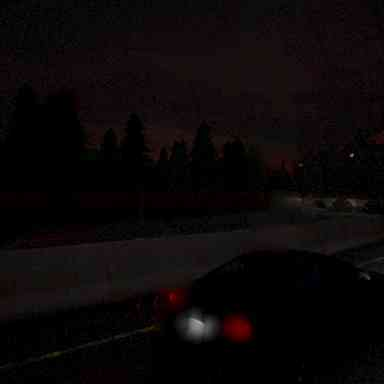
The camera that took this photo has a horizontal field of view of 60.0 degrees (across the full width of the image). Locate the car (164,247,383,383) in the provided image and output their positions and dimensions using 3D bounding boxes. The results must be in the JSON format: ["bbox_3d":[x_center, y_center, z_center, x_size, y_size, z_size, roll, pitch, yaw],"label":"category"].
[{"bbox_3d":[1.652,1.602,5.250,4.181,1.385,1.994,1,0,-38],"label":"car"}]
